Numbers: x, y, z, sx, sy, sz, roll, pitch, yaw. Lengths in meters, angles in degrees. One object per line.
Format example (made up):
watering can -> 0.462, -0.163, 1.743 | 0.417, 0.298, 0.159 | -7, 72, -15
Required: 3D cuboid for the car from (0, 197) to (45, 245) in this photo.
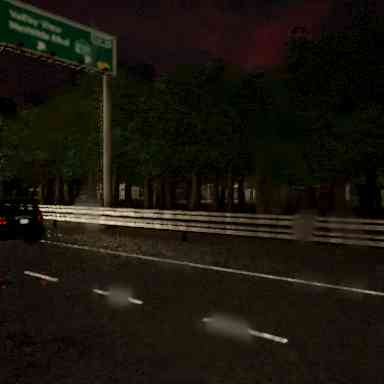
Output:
car -> -8.619, 1.224, 14.317 | 5.566, 2.045, 2.150 | 0, 0, 36
